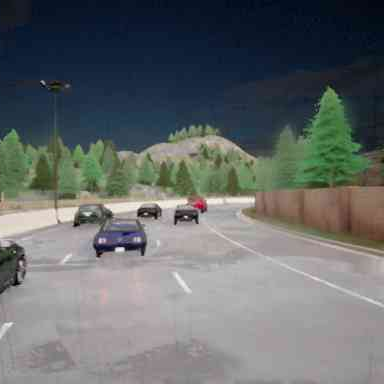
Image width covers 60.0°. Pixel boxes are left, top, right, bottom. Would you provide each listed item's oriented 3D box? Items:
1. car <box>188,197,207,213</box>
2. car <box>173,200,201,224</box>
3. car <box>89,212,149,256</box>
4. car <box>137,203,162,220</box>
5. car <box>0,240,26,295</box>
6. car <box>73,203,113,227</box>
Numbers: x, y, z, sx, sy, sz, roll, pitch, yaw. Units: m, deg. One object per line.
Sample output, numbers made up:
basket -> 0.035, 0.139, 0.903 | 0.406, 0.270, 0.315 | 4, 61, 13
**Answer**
car -> 0.628, 1.606, 43.147 | 2.150, 2.045, 5.566 | -1, 0, 9
car -> -0.535, 1.729, 27.220 | 1.882, 1.535, 5.008 | -1, 0, -2
car -> -2.915, 1.757, 13.901 | 1.895, 1.301, 4.718 | -1, -1, -10
car -> -4.025, 1.810, 31.937 | 1.882, 1.535, 5.008 | -1, -1, 1
car -> -5.002, 1.466, 6.836 | 2.097, 1.767, 4.553 | 0, -1, -14
car -> -7.495, 1.664, 25.688 | 2.097, 1.767, 4.553 | -1, -1, -2
